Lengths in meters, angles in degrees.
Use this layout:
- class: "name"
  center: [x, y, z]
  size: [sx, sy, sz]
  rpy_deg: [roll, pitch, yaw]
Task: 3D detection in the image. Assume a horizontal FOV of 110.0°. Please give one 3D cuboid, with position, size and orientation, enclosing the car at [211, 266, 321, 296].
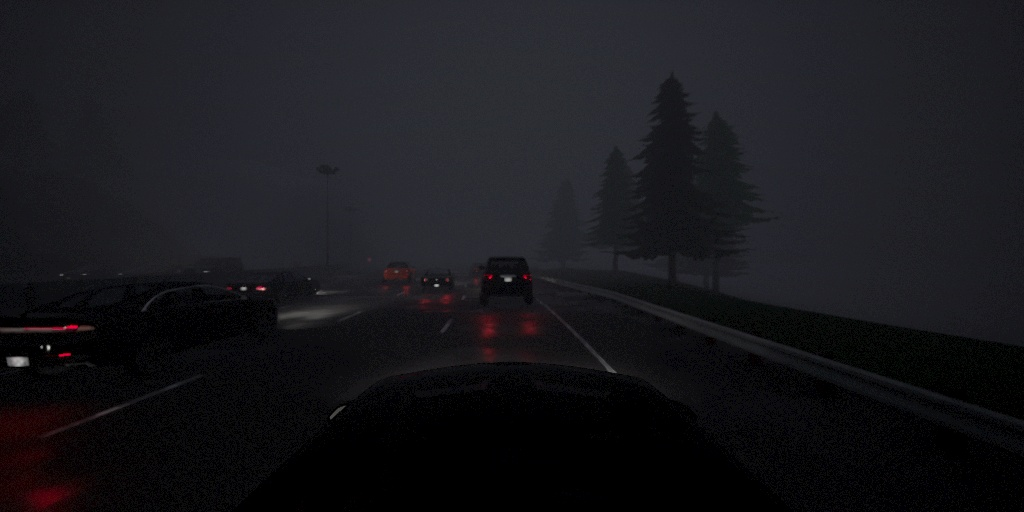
- class: "car"
  center: [-10.998, 1.369, 16.870]
  size: [2.033, 1.411, 5.357]
  rpy_deg: [0, 0, -6]

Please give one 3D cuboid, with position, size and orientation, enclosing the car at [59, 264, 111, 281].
- class: "car"
  center: [-34.326, 1.432, 29.654]
  size: [1.812, 1.442, 4.674]
  rpy_deg: [0, 0, -11]

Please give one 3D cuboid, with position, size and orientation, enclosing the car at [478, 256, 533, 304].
- class: "car"
  center: [-0.360, 1.026, 16.781]
  size: [2.150, 2.045, 5.566]
  rpy_deg: [0, 0, -4]

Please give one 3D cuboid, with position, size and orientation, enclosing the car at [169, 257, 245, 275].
- class: "car"
  center: [-23.348, 1.104, 28.117]
  size: [2.150, 2.045, 5.566]
  rpy_deg: [0, 0, -10]

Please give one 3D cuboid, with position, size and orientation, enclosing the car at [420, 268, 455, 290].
- class: "car"
  center: [-4.649, 1.433, 23.009]
  size: [1.895, 1.301, 4.718]
  rpy_deg: [0, 0, -7]

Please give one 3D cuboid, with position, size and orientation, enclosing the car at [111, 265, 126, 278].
- class: "car"
  center: [-30.976, 1.430, 30.726]
  size: [1.812, 1.442, 4.674]
  rpy_deg: [0, 0, -12]

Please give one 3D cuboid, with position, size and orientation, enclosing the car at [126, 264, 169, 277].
- class: "car"
  center: [-26.954, 1.367, 28.306]
  size: [1.882, 1.535, 5.008]
  rpy_deg: [0, 0, -10]

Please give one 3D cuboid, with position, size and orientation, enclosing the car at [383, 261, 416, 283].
- class: "car"
  center: [-9.134, 1.213, 29.422]
  size: [2.097, 1.767, 4.553]
  rpy_deg: [0, 0, -9]

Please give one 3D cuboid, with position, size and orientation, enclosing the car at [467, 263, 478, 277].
- class: "car"
  center: [-3.428, 1.405, 37.289]
  size: [1.812, 1.442, 4.674]
  rpy_deg: [0, 0, -13]

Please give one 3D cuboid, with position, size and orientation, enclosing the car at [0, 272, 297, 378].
- class: "car"
  center: [-7.003, 1.274, 7.453]
  size: [2.128, 1.511, 4.902]
  rpy_deg: [0, 0, -2]
